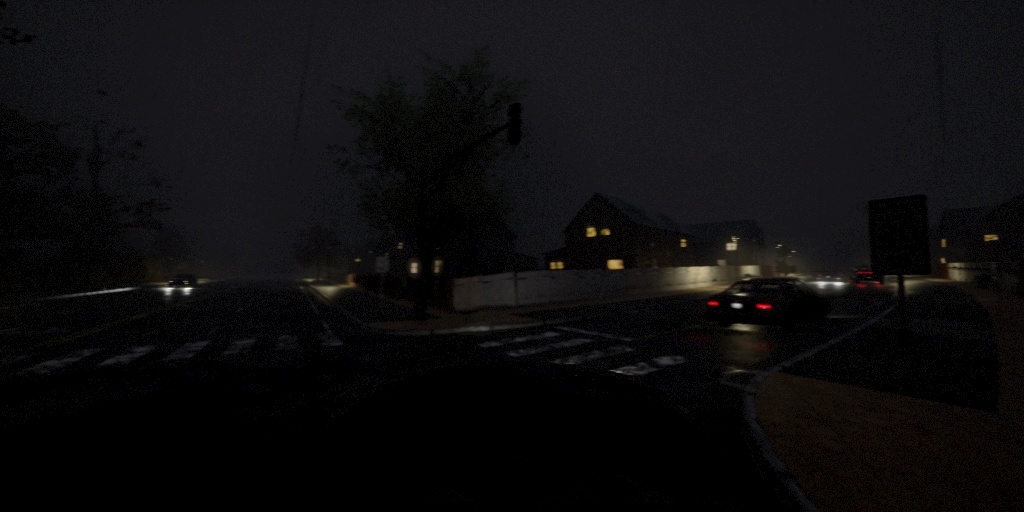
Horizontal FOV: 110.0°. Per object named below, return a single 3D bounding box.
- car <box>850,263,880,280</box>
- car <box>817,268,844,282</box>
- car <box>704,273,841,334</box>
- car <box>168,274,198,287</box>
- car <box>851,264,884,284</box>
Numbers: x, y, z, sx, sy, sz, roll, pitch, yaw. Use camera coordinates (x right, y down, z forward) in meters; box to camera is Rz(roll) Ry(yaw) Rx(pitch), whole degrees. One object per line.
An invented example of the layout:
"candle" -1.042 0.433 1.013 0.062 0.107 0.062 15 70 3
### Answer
"car" 39.055 1.720 39.733 2.097 1.767 4.553 -3 -3 42
"car" 32.184 1.898 36.315 1.994 1.385 4.181 -3 -3 44
"car" 7.815 1.355 10.796 5.357 1.411 2.033 1 -3 -37
"car" -37.034 2.748 40.514 1.837 1.490 4.892 2 -3 -32
"car" 32.096 1.677 32.261 2.128 1.511 4.902 -3 -3 44
